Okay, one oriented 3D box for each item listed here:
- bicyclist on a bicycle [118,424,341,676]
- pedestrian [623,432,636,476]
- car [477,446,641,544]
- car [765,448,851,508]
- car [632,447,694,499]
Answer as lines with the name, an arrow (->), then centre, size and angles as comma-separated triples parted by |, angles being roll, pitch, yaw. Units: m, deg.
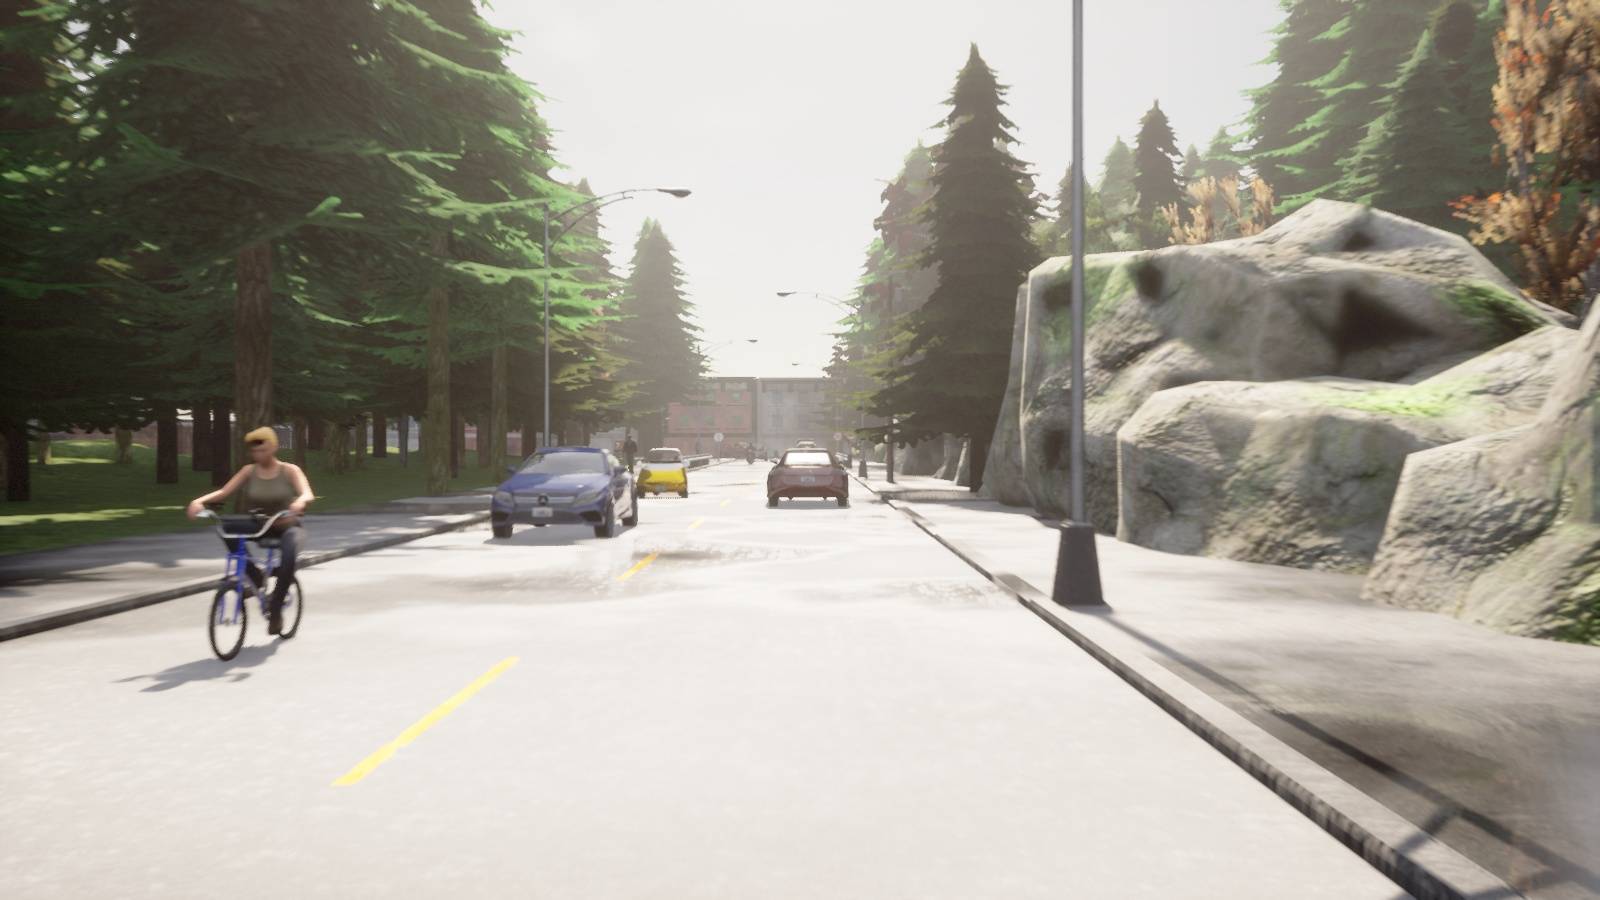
bicyclist on a bicycle -> -3.930, 0.634, 8.795 | 0.866, 1.612, 1.509 | 0, 0, 1
pedestrian -> -7.286, 0.171, 53.750 | 0.376, 1.854, 0.720 | 0, 0, 7
car -> -3.865, 0.661, 20.915 | 1.812, 1.442, 4.674 | 0, 0, 0
car -> 0.195, 0.647, 31.416 | 1.994, 1.385, 4.181 | 0, 0, 0
car -> -3.785, 0.618, 35.023 | 1.481, 1.376, 2.207 | 0, 1, 0
